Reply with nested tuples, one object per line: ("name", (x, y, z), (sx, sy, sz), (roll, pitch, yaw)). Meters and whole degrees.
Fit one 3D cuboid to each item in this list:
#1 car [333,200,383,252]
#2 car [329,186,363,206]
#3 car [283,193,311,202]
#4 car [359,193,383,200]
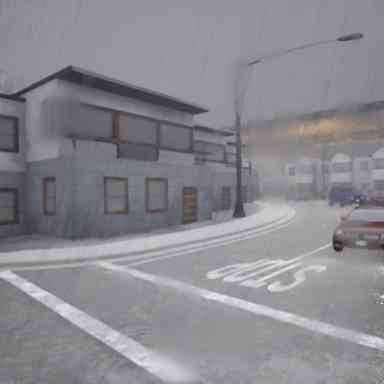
("car", (6.457, 1.225, 11.831), (1.812, 1.442, 4.674), (-1, 1, 37))
("car", (15.196, 0.440, 32.720), (2.150, 2.045, 5.566), (0, 0, 6))
("car", (16.756, 0.810, 53.404), (2.033, 1.411, 5.357), (0, -1, -19))
("car", (11.952, 0.993, 20.857), (2.033, 1.411, 5.357), (-1, 1, 23))
